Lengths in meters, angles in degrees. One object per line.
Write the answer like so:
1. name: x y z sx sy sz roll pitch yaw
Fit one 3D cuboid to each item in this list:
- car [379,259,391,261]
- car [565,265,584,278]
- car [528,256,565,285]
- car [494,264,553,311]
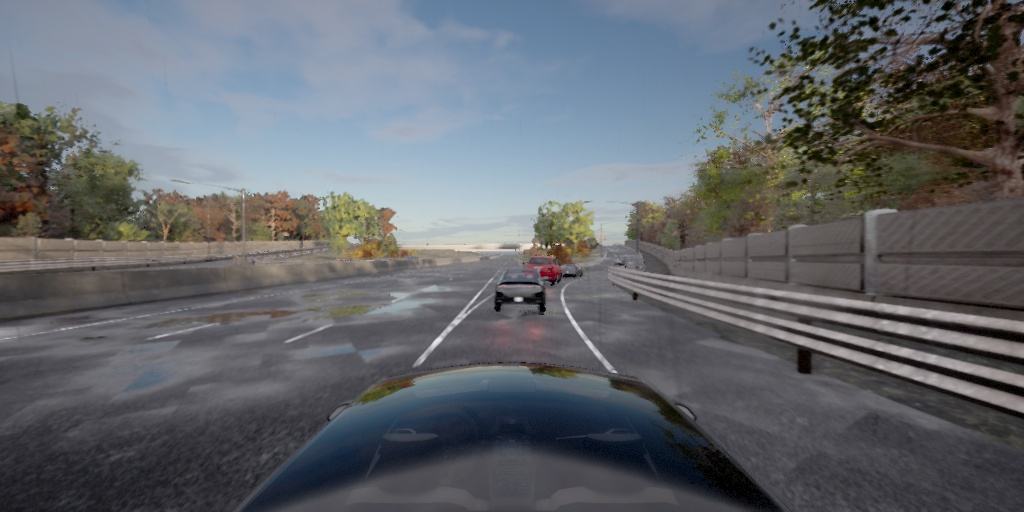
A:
1. car: -21.034 1.265 59.014 1.882 1.535 5.008 0 0 1
2. car: 6.719 1.748 40.292 1.994 1.385 4.181 0 -1 23
3. car: 2.456 1.048 27.067 2.150 2.045 5.566 2 0 14
4. car: 0.441 1.250 14.521 2.128 1.511 4.902 0 0 5
